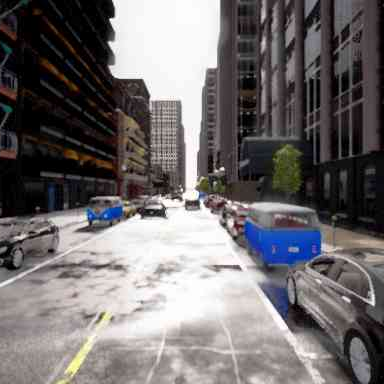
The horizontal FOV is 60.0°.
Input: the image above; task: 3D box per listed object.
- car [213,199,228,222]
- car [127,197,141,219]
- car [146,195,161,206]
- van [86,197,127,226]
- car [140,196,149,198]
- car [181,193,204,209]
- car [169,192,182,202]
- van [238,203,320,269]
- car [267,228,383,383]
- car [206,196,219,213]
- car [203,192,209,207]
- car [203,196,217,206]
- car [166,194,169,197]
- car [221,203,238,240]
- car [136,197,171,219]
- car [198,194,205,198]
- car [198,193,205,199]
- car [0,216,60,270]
[{"bbox_3d":[2.689,1.424,21.979,2.008,1.369,4.403,0,0,0],"label":"car"},{"bbox_3d":[-5.693,1.367,27.472,1.752,1.417,4.829,0,0,0],"label":"car"},{"bbox_3d":[-5.695,1.248,50.124,1.752,1.417,4.829,0,0,0],"label":"car"},{"bbox_3d":[-5.692,1.214,21.977,1.690,1.788,3.998,0,0,0],"label":"van"},{"bbox_3d":[-5.693,1.375,33.306,1.947,1.339,4.313,0,0,0],"label":"car"},{"bbox_3d":[0.096,1.258,41.176,2.128,1.511,4.902,0,0,0],"label":"car"},{"bbox_3d":[-3.011,0.923,67.979,2.150,2.045,5.566,0,0,0],"label":"car"},{"bbox_3d":[2.690,1.279,10.649,1.690,1.788,3.998,0,0,0],"label":"van"},{"bbox_3d":[2.690,1.521,4.987,2.008,1.369,4.403,0,0,0],"label":"car"},{"bbox_3d":[2.687,1.353,33.307,1.887,1.381,4.507,0,0,0],"label":"car"},{"bbox_3d":[2.685,1.187,44.633,1.967,1.590,4.097,0,0,0],"label":"car"},{"bbox_3d":[2.685,1.267,50.296,1.887,1.381,4.507,0,0,0],"label":"car"},{"bbox_3d":[-5.700,1.118,84.106,1.752,1.417,4.829,0,0,0],"label":"car"},{"bbox_3d":[2.689,1.450,16.315,1.887,1.381,4.507,0,0,0],"label":"car"},{"bbox_3d":[-3.102,1.405,27.579,1.994,1.385,4.181,0,0,0],"label":"car"},{"bbox_3d":[2.678,1.136,95.604,1.802,1.307,4.206,0,0,0],"label":"car"},{"bbox_3d":[2.679,1.097,90.111,1.752,1.417,4.829,0,0,0],"label":"car"},{"bbox_3d":[-5.690,1.489,10.650,2.008,1.369,4.403,0,0,0],"label":"car"}]
